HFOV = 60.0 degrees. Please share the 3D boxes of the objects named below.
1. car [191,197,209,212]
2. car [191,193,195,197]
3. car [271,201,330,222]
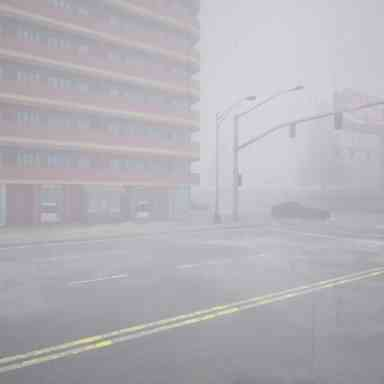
[{"bbox_3d":[0.066,1.601,39.842,1.895,1.301,4.718,0,0,-34],"label":"car"},{"bbox_3d":[-1.499,1.221,61.320,2.150,2.045,5.566,0,0,-34],"label":"car"},{"bbox_3d":[8.709,1.477,27.006,1.882,1.535,5.008,0,0,-34],"label":"car"}]
